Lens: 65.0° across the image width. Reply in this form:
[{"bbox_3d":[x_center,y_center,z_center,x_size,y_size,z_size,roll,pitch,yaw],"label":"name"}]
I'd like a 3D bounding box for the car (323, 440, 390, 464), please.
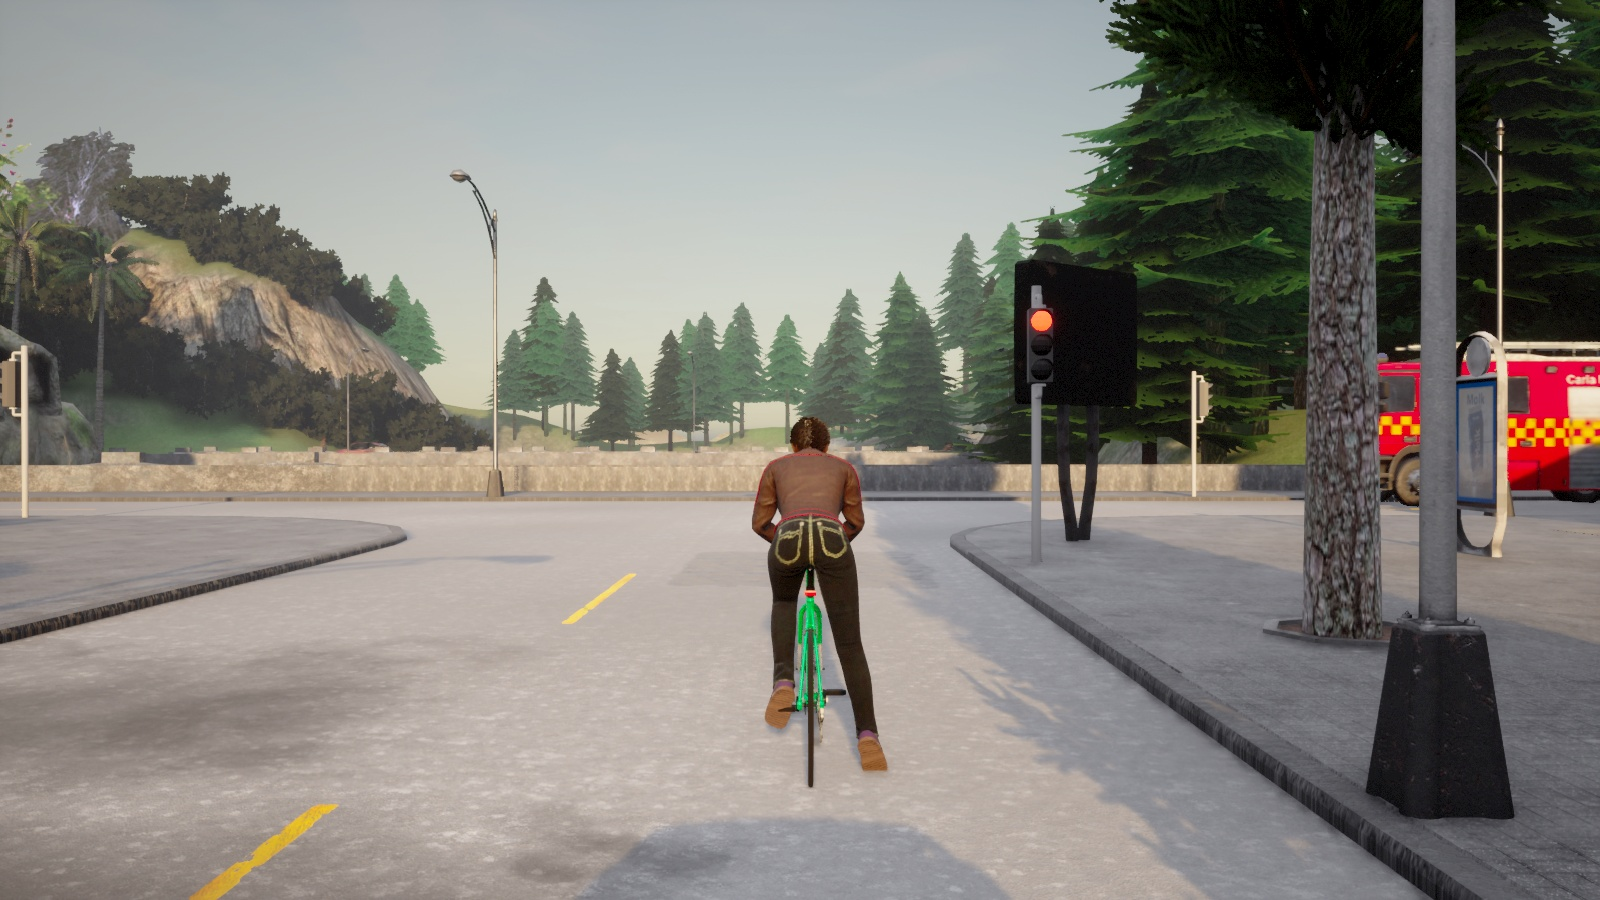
[{"bbox_3d":[-30.977,0.124,87.775,3.988,1.617,1.851,0,0,0],"label":"car"}]

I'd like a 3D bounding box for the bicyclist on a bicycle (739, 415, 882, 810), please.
[{"bbox_3d":[0.048,0.666,5.972,0.582,1.620,1.656,0,0,0],"label":"bicyclist on a bicycle"}]

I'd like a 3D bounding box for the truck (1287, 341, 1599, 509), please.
[{"bbox_3d":[16.430,-0.574,29.982,8.468,3.827,2.891,0,0,0],"label":"truck"}]
